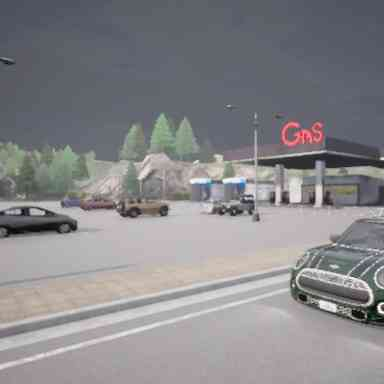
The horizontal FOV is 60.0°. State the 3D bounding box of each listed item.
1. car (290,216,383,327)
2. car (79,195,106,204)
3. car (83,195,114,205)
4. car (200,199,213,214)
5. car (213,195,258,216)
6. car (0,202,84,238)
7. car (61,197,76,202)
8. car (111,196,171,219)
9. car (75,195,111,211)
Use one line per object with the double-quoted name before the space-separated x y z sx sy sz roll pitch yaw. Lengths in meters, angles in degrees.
"car" 4.124 1.320 6.911 4.553 1.767 2.097 0 0 -35
"car" -19.104 1.443 63.741 4.514 1.523 2.007 0 0 -36
"car" -17.234 1.433 61.222 5.027 1.636 2.152 0 0 -36
"car" 2.764 1.461 33.407 3.806 1.475 1.970 0 0 -36
"car" 4.203 1.179 30.348 3.866 1.878 1.905 0 0 -36
"car" -8.200 1.478 16.963 4.514 1.523 2.007 0 0 -36
"car" -16.571 1.455 47.123 3.633 1.501 1.845 0 0 -36
"car" -4.107 1.234 28.436 4.605 1.855 1.932 0 0 -36
"car" -10.784 1.433 38.976 4.514 1.523 2.007 0 0 -36
